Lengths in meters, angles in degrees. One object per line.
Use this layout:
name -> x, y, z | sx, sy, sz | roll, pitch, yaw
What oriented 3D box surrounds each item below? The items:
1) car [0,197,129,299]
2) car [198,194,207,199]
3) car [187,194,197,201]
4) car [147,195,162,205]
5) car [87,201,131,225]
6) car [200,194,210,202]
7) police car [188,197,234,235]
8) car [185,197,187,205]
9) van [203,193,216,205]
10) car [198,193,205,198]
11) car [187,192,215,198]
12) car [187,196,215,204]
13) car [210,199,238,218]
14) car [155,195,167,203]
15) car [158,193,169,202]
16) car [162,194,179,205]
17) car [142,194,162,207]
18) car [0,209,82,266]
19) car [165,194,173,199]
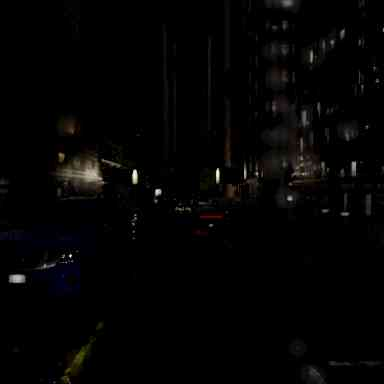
car -> -3.105, 1.170, 8.666 | 2.150, 2.045, 5.566 | 0, 0, 0
car -> 2.639, 1.105, 84.207 | 2.008, 1.369, 4.403 | 0, 0, 0
car -> -0.038, 1.174, 68.426 | 1.994, 1.385, 4.181 | 0, 0, 0
car -> -5.723, 1.263, 51.053 | 1.887, 1.381, 4.507 | 0, 0, 0
car -> -5.707, 1.416, 23.434 | 2.008, 1.369, 4.403 | 0, 0, 0
car -> 2.648, 1.160, 67.803 | 1.752, 1.417, 4.829 | 0, 0, 0
police car -> 0.890, 1.321, 18.091 | 1.930, 1.638, 5.238 | 0, 0, 0
car -> -0.030, 1.211, 53.426 | 1.837, 1.490, 4.892 | 0, 0, 0
van -> 2.656, 1.059, 51.060 | 1.690, 1.788, 3.998 | 0, 0, 0
car -> 2.632, 1.026, 95.424 | 1.752, 1.417, 4.829 | 0, 0, 0
car -> 0.881, 1.032, 34.009 | 2.150, 2.045, 5.566 | 0, 0, 0
car -> 0.761, 1.344, 27.981 | 1.837, 1.490, 4.892 | 0, 0, 0
car -> 2.670, 1.385, 28.965 | 2.008, 1.369, 4.403 | 0, 0, 0
car -> -5.728, 1.229, 62.101 | 1.947, 1.339, 4.313 | 0, 0, 0
car -> -5.732, 1.076, 67.625 | 1.967, 1.590, 4.097 | 0, 0, 0
car -> -3.106, 1.073, 50.449 | 2.097, 1.767, 4.553 | 0, 0, 0
car -> -5.720, 1.297, 45.529 | 2.008, 1.369, 4.403 | 0, 0, 0
car -> -5.700, 1.454, 12.214 | 1.752, 1.417, 4.829 | 0, 0, 0
car -> -5.741, 1.137, 84.198 | 1.802, 1.307, 4.206 | 0, 0, 0
